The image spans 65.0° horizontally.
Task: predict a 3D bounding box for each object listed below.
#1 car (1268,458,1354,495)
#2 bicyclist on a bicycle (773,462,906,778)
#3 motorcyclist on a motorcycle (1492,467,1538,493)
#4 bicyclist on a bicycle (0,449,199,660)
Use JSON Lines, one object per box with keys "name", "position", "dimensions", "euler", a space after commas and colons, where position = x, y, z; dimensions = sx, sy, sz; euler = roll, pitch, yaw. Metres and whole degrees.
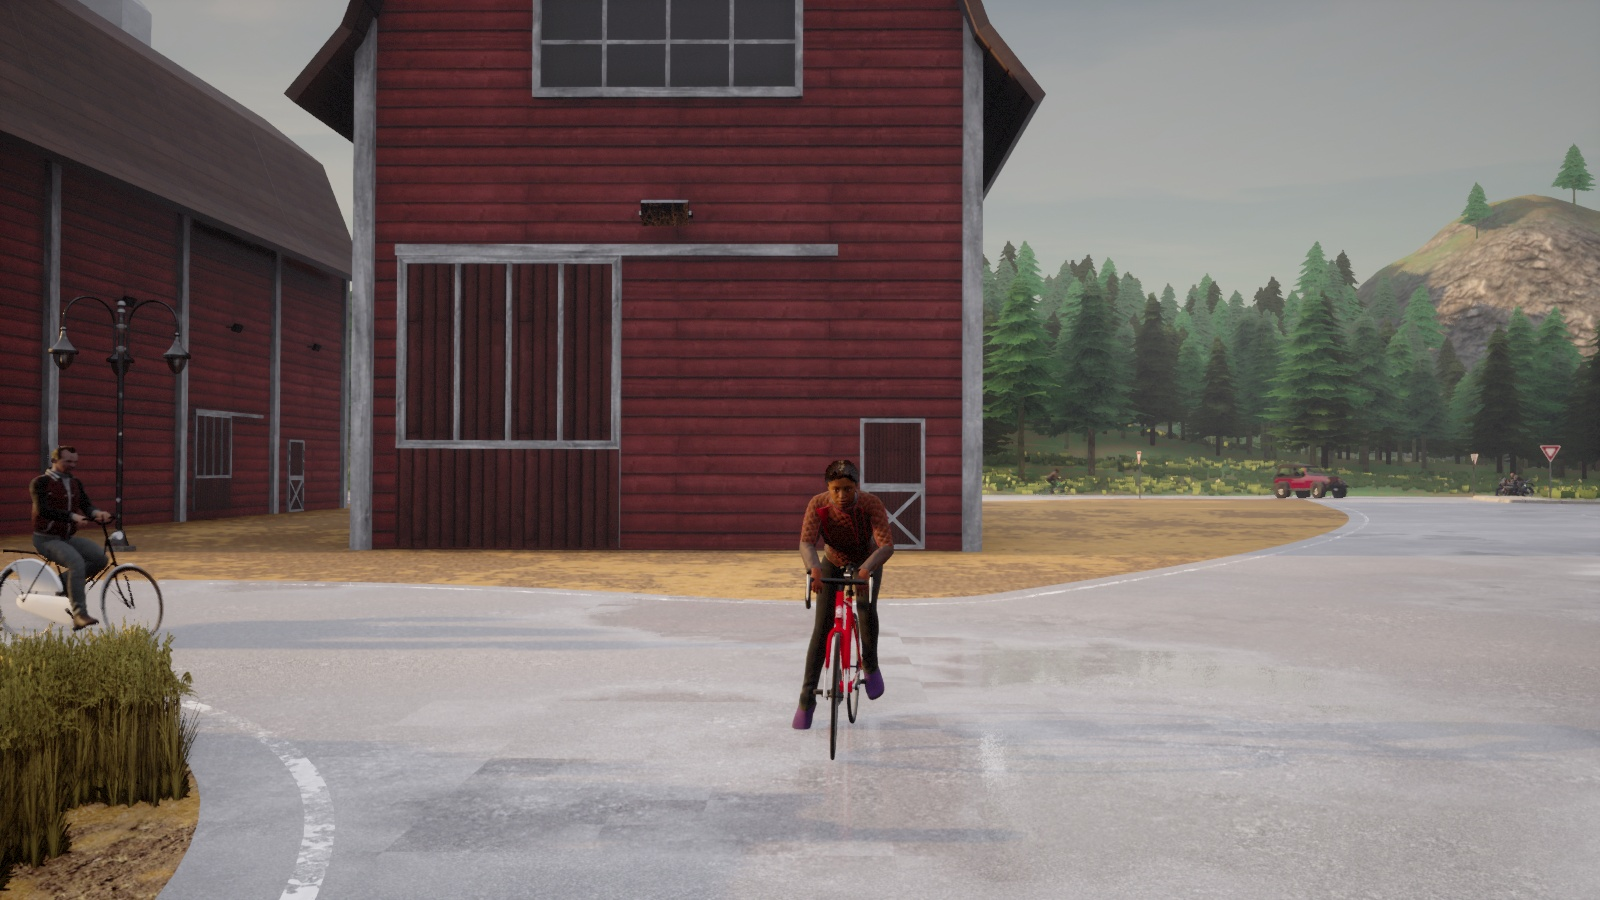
{"name": "car", "position": [26.961, 1.423, 66.352], "dimensions": [1.905, 1.878, 3.866], "euler": [1, -2, -27]}
{"name": "bicyclist on a bicycle", "position": [0.272, 0.881, 7.307], "dimensions": [0.582, 1.620, 1.656], "euler": [0, -1, 8]}
{"name": "motorcyclist on a motorcycle", "position": [42.290, 1.785, 74.324], "dimensions": [2.191, 1.530, 0.866], "euler": [0, -1, 2]}
{"name": "bicyclist on a bicycle", "position": [-6.342, 0.897, 11.131], "dimensions": [1.843, 1.776, 0.659], "euler": [-1, -1, 15]}
